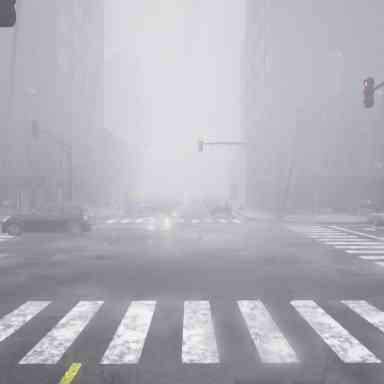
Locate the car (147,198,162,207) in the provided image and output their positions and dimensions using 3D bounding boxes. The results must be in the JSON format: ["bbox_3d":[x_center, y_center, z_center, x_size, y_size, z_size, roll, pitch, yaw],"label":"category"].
[{"bbox_3d":[-5.618,1.585,50.428,1.802,1.307,4.206,0,0,0],"label":"car"}]

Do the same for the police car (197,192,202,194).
[{"bbox_3d":[2.747,1.421,79.490,1.930,1.638,5.238,0,0,0],"label":"police car"}]

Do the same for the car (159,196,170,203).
[{"bbox_3d":[-5.535,1.566,67.432,1.947,1.339,4.313,0,0,0],"label":"car"}]

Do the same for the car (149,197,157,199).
[{"bbox_3d":[-5.673,1.443,39.091,1.967,1.590,4.097,0,0,0],"label":"car"}]

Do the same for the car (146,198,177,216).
[{"bbox_3d":[-2.943,1.603,33.197,1.895,1.301,4.718,0,0,3],"label":"car"}]

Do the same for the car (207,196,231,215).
[{"bbox_3d":[2.825,1.442,33.383,1.967,1.590,4.097,0,0,0],"label":"car"}]

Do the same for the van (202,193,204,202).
[{"bbox_3d":[2.935,1.344,56.060,1.690,1.788,3.998,0,0,0],"label":"van"}]

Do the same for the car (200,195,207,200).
[{"bbox_3d":[3.100,1.558,90.076,1.947,1.339,4.313,0,0,0],"label":"car"}]

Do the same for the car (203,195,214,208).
[{"bbox_3d":[2.880,1.443,44.721,1.967,1.590,4.097,0,0,0],"label":"car"}]

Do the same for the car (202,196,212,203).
[{"bbox_3d":[2.990,1.551,67.399,2.008,1.369,4.403,0,0,0],"label":"car"}]

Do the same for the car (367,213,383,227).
[{"bbox_3d":[13.633,1.615,20.716,4.718,1.301,1.895,0,0,0],"label":"car"}]

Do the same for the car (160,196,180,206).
[{"bbox_3d":[-2.894,1.604,43.180,1.895,1.301,4.718,0,0,1],"label":"car"}]

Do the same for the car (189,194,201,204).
[{"bbox_3d":[0.413,1.549,63.328,2.033,1.411,5.357,0,0,0],"label":"car"}]

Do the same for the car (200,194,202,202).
[{"bbox_3d":[2.963,1.527,61.899,1.752,1.417,4.829,0,0,0],"label":"car"}]

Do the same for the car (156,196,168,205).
[{"bbox_3d":[-5.564,1.527,61.594,1.752,1.417,4.829,0,0,0],"label":"car"}]

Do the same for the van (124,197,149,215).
[{"bbox_3d":[-5.701,1.343,33.423,1.690,1.788,3.998,0,0,0],"label":"van"}]

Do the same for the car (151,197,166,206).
[{"bbox_3d":[-5.591,1.569,56.096,1.947,1.339,4.313,0,0,0],"label":"car"}]

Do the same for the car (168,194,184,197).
[{"bbox_3d":[-2.834,1.550,53.870,2.033,1.411,5.357,0,0,1],"label":"car"}]

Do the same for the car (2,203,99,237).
[{"bbox_3d":[-7.326,1.346,17.359,4.553,1.767,2.097,0,0,0],"label":"car"}]
